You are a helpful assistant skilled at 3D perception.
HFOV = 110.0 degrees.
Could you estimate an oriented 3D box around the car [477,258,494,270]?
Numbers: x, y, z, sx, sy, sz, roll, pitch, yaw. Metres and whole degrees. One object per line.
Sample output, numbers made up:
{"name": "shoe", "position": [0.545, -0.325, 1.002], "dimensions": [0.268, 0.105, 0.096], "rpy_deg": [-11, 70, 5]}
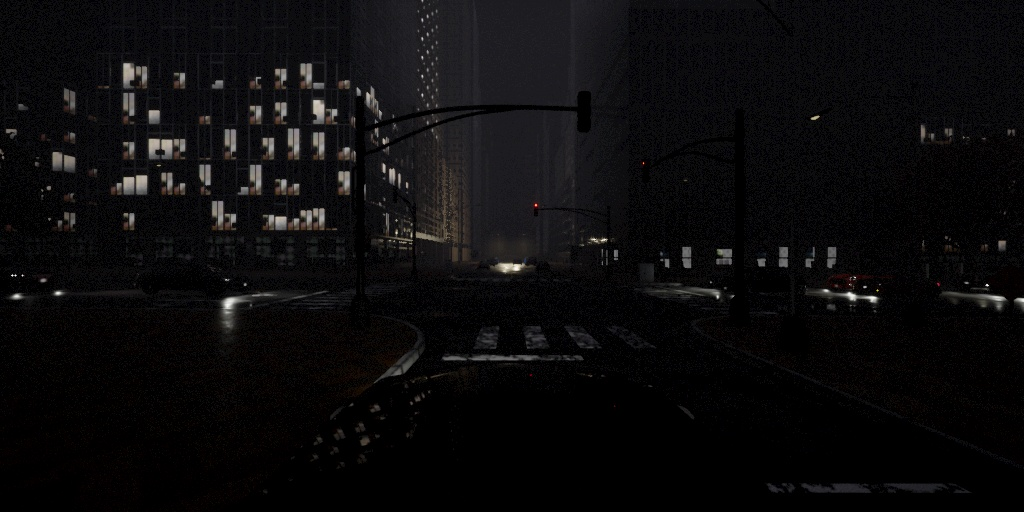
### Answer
{"name": "car", "position": [-4.026, 1.343, 51.708], "dimensions": [1.802, 1.307, 4.207], "rpy_deg": [0, 0, 0]}

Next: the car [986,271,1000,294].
{"name": "car", "position": [34.025, 1.934, 22.647], "dimensions": [5.357, 1.411, 2.033], "rpy_deg": [1, 0, -3]}

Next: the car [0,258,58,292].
{"name": "car", "position": [-24.165, 0.823, 16.499], "dimensions": [4.902, 1.511, 2.128], "rpy_deg": [1, 0, -3]}

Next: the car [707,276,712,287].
{"name": "car", "position": [16.187, 1.591, 25.076], "dimensions": [4.674, 1.442, 1.812], "rpy_deg": [1, 0, -3]}

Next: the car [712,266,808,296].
{"name": "car", "position": [15.141, 1.400, 21.774], "dimensions": [4.553, 1.767, 2.097], "rpy_deg": [1, 0, -3]}

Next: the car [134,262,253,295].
{"name": "car", "position": [-14.950, 1.026, 16.927], "dimensions": [4.674, 1.442, 1.812], "rpy_deg": [1, 0, -1]}

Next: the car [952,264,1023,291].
{"name": "car", "position": [35.532, 1.634, 25.967], "dimensions": [5.566, 2.045, 2.150], "rpy_deg": [1, 0, -3]}

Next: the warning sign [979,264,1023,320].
{"name": "warning sign", "position": [17.275, 1.204, 12.413], "dimensions": [1.060, 1.860, 1.300], "rpy_deg": [0, 0, -3]}

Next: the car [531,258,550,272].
{"name": "car", "position": [3.927, 1.329, 46.215], "dimensions": [1.948, 1.339, 4.313], "rpy_deg": [0, 0, 0]}

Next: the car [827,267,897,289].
{"name": "car", "position": [25.229, 1.579, 25.494], "dimensions": [4.553, 1.767, 2.097], "rpy_deg": [1, 0, -3]}

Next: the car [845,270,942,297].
{"name": "car", "position": [23.726, 1.766, 22.175], "dimensions": [4.181, 1.385, 1.994], "rpy_deg": [1, 0, -3]}
